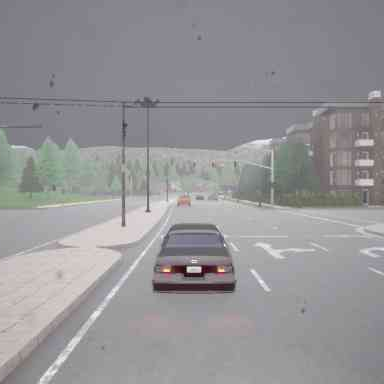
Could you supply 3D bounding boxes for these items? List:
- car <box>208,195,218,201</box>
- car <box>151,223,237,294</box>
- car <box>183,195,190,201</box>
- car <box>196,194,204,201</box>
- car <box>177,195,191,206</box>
[{"bbox_3d":[5.555,1.539,85.562,2.033,1.411,5.357,0,0,0],"label":"car"},{"bbox_3d":[0.050,1.547,8.951,2.033,1.411,5.357,0,0,0],"label":"car"},{"bbox_3d":[-1.445,1.523,85.522,1.812,1.442,4.674,0,0,0],"label":"car"},{"bbox_3d":[2.055,1.477,85.558,1.882,1.535,5.008,0,0,0],"label":"car"},{"bbox_3d":[-1.309,1.352,54.697,2.097,1.767,4.553,0,0,-1],"label":"car"}]
